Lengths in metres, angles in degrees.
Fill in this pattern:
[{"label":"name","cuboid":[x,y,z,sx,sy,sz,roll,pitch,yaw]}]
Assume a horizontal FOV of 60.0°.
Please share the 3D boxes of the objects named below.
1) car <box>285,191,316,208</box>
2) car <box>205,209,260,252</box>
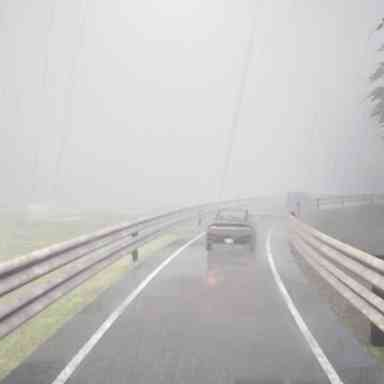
[{"label":"car","cuboid":[12.838,0.925,39.222,2.150,2.045,5.566,1,1,36]},{"label":"car","cuboid":[1.758,1.450,13.839,2.128,1.511,4.902,1,1,11]}]
